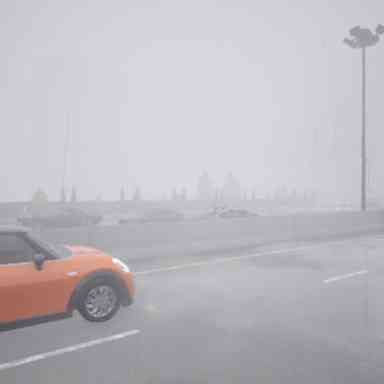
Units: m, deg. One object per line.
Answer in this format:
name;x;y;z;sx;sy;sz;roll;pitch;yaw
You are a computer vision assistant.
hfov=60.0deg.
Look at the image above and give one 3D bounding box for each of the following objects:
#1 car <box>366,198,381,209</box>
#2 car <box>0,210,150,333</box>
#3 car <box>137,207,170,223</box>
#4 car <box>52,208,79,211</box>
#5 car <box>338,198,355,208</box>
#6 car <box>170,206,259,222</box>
car;26.744;1.622;49.193;1.882;1.535;5.008;0;0;32
car;-3.288;1.354;5.700;4.553;1.767;2.097;0;0;-36
car;-2.217;1.592;19.657;4.181;1.385;1.994;0;0;-36
car;-7.920;1.616;19.846;4.718;1.301;1.895;0;0;-36
car;23.271;1.664;50.226;1.812;1.442;4.674;0;0;33
car;1.586;1.525;18.094;4.902;1.511;2.128;0;0;-36
